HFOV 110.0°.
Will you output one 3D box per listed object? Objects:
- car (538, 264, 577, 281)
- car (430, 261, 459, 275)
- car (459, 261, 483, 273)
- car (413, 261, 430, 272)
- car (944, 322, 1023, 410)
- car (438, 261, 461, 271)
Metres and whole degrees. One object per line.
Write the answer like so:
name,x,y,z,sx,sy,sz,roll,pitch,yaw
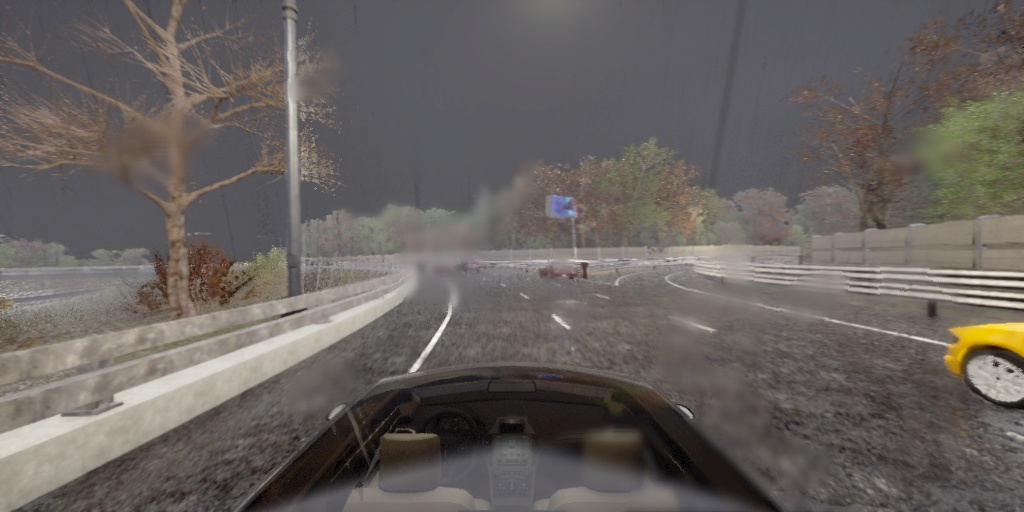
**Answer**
car,3.638,1.310,29.775,1.895,1.301,4.718,-1,0,-14
car,-8.391,1.549,43.988,1.895,1.301,4.718,-1,0,-23
car,-5.442,1.387,45.990,2.128,1.511,4.902,-1,0,-23
car,-12.278,1.520,52.134,2.128,1.511,4.902,-1,0,-30
car,6.967,1.099,2.867,1.882,1.535,5.008,-1,0,0
car,-9.541,1.544,54.425,1.994,1.385,4.181,-1,0,-30
